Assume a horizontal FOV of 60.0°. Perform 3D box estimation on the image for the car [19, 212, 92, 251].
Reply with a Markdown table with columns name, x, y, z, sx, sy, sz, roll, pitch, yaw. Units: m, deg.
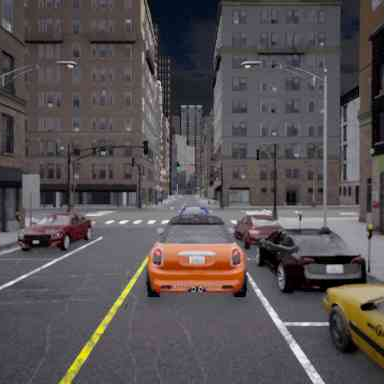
| name | x | y | z | sx | sy | sz | roll | pitch | yaw |
| --- | --- | --- | --- | --- | --- | --- | --- | --- | --- |
| car | -5.679 | 1.582 | 14.333 | 1.887 | 1.381 | 4.507 | -1 | 0 | 0 |

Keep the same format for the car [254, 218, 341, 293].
| name | x | y | z | sx | sy | sz | roll | pitch | yaw |
| --- | --- | --- | --- | --- | --- | --- | --- | --- | --- |
| car | 2.867 | 1.589 | 8.751 | 1.947 | 1.339 | 4.313 | -1 | 0 | 0 |

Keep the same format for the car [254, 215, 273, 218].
| name | x | y | z | sx | sy | sz | roll | pitch | yaw |
| --- | --- | --- | --- | --- | --- | --- | --- | --- | --- |
| car | 2.866 | 1.619 | 14.337 | 1.802 | 1.307 | 4.206 | -1 | 0 | 0 |

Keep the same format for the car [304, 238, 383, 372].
| name | x | y | z | sx | sy | sz | roll | pitch | yaw |
| --- | --- | --- | --- | --- | --- | --- | --- | --- | --- |
| car | 2.866 | 1.534 | 3.335 | 1.752 | 1.417 | 4.829 | -1 | 0 | 0 |

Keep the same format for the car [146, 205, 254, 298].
| name | x | y | z | sx | sy | sz | roll | pitch | yaw |
| --- | --- | --- | --- | --- | --- | --- | --- | --- | --- |
| car | 0.097 | 1.374 | 8.719 | 2.097 | 1.767 | 4.553 | 0 | 0 | 0 |

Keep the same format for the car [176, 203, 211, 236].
| name | x | y | z | sx | sy | sz | roll | pitch | yaw |
| --- | --- | --- | --- | --- | --- | --- | --- | --- | --- |
| car | 0.203 | 1.530 | 20.062 | 1.882 | 1.535 | 5.008 | 0 | 0 | 3 |
